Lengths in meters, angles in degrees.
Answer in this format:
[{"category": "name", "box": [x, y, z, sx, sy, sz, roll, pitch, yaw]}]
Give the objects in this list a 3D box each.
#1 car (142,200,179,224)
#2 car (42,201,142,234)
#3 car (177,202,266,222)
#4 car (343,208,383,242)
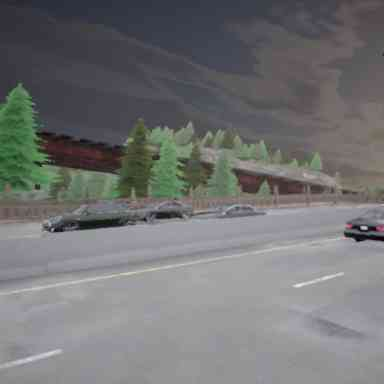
[{"category": "car", "box": [-2.103, 1.380, 23.986, 4.902, 1.511, 2.128, -1, 0, -35]}, {"category": "car", "box": [-5.308, 1.310, 17.406, 4.553, 1.767, 2.097, -1, 0, -36]}, {"category": "car", "box": [1.964, 1.380, 18.289, 4.902, 1.511, 2.128, -1, 0, -35]}, {"category": "car", "box": [8.646, 1.404, 14.213, 5.357, 1.411, 2.033, -1, 0, -35]}]
